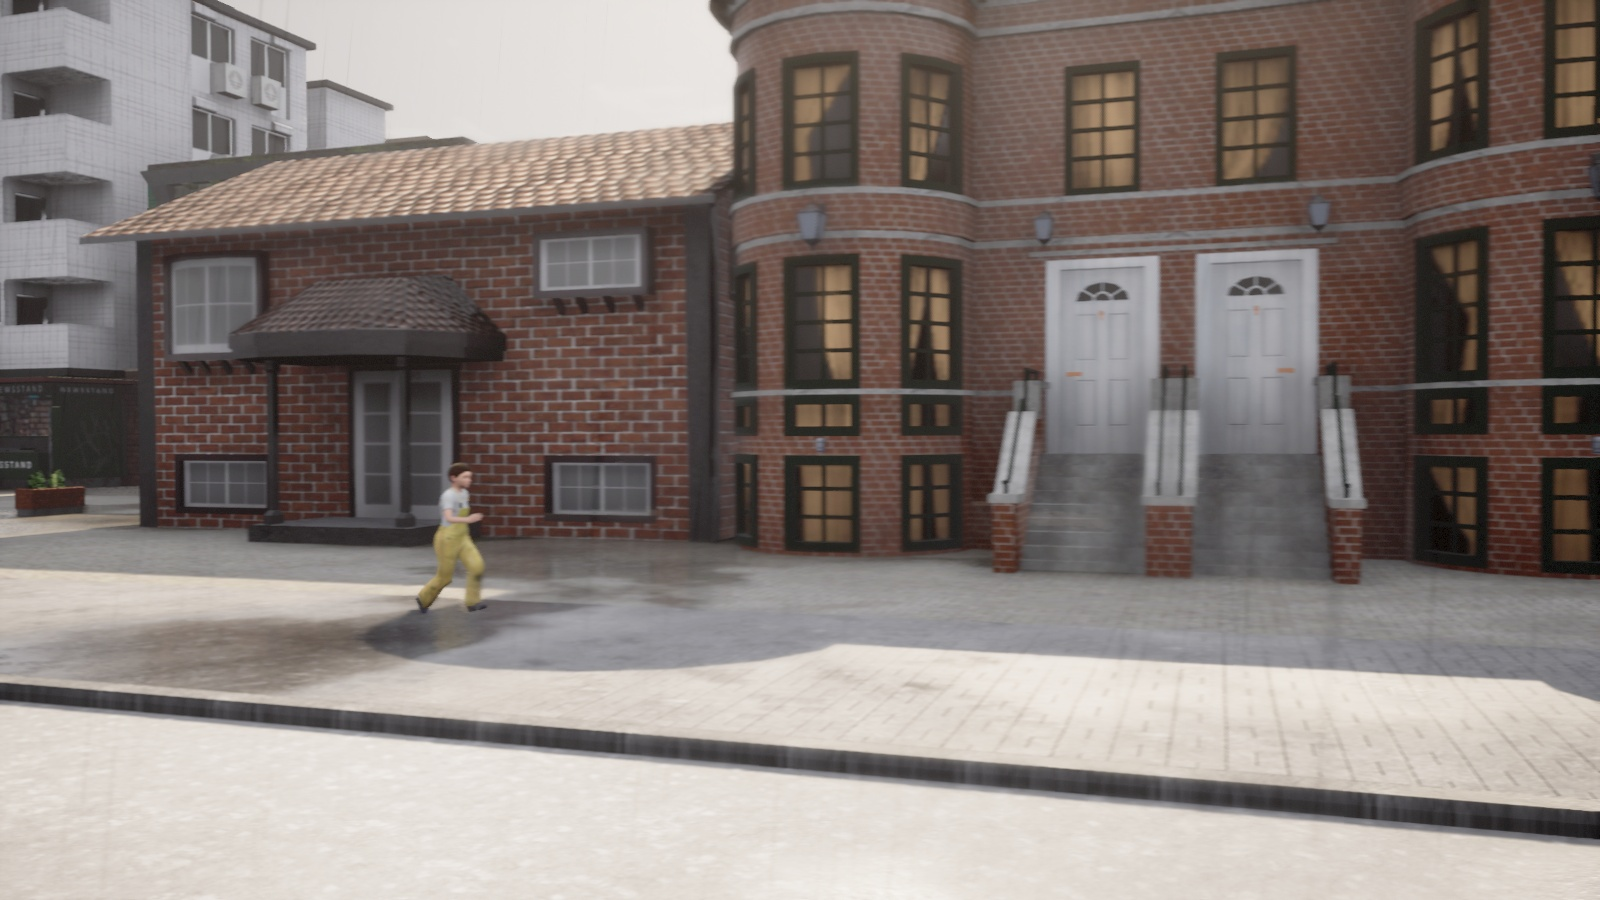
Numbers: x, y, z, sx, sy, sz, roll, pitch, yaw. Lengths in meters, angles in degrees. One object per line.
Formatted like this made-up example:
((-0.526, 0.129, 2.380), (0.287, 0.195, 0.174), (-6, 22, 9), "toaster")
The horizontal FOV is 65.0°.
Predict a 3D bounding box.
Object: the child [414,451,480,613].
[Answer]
((-2.827, 0.641, 10.056), (0.437, 1.263, 0.270), (1, 1, 24), "child")
